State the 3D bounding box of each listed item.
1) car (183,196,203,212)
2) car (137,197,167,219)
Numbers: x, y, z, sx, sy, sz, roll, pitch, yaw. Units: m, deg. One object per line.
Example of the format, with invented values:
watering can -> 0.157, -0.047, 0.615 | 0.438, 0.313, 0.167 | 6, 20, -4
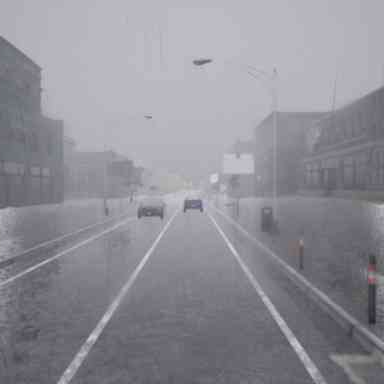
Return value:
car -> 0.111, 1.157, 34.294 | 1.882, 1.535, 5.008 | 0, 0, 0
car -> -2.992, 1.196, 25.697 | 1.882, 1.535, 5.008 | 0, 1, 0
